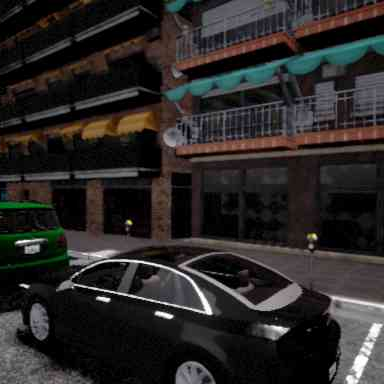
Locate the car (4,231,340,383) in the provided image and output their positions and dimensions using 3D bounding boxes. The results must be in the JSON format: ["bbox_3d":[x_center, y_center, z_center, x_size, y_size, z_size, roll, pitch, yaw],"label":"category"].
[{"bbox_3d":[-0.548,1.541,4.779,4.892,1.490,1.837,0,-1,36],"label":"car"}]

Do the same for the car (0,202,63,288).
[{"bbox_3d":[-5.401,1.265,8.358,5.566,2.045,2.150,0,-1,36],"label":"car"}]
